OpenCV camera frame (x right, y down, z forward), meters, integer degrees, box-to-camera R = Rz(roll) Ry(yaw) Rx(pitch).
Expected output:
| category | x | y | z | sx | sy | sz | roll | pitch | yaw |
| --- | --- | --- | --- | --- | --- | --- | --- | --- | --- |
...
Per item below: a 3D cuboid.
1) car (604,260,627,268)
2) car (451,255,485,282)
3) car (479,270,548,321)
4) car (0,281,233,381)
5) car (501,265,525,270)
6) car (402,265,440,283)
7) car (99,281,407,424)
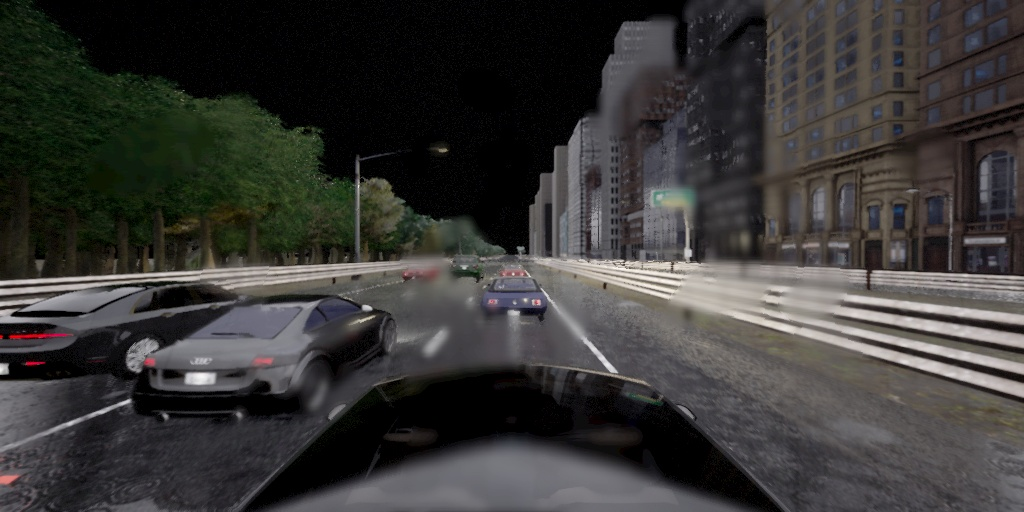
| category | x | y | z | sx | sy | sz | roll | pitch | yaw |
| --- | --- | --- | --- | --- | --- | --- | --- | --- | --- |
| car | 17.790 | 1.355 | 61.956 | 2.163 | 1.488 | 4.792 | 0 | 0 | -18 |
| car | -3.413 | 0.945 | 28.304 | 2.150 | 2.045 | 5.566 | 0 | 0 | 0 |
| car | 0.093 | 1.339 | 12.349 | 1.895 | 1.301 | 4.718 | 0 | 0 | 0 |
| car | -6.915 | 1.248 | 7.240 | 1.837 | 1.490 | 4.892 | 0 | 1 | 0 |
| car | 0.087 | 1.325 | 27.737 | 1.895 | 1.301 | 4.718 | 0 | 0 | 0 |
| car | -6.914 | 1.325 | 27.791 | 1.895 | 1.301 | 4.718 | 0 | 0 | 0 |
| car | -3.417 | 1.309 | 5.945 | 1.994 | 1.385 | 4.181 | 0 | 0 | 0 |
